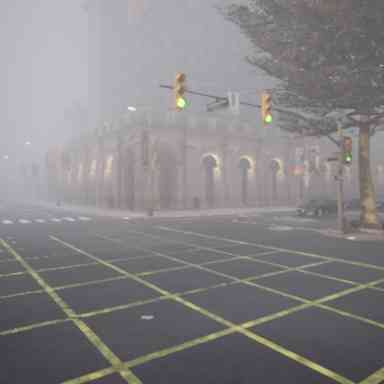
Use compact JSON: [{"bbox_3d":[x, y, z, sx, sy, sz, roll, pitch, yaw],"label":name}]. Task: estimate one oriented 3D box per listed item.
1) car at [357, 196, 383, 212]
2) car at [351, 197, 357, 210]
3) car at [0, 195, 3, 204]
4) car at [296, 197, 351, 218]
[{"bbox_3d":[18.677,1.178,32.820,4.674,1.442,1.812,-1,1,-35],"label":"car"},{"bbox_3d":[17.352,1.227,35.756,4.718,1.301,1.895,-1,1,-35],"label":"car"},{"bbox_3d":[-31.521,1.001,53.031,2.097,1.767,4.553,-1,1,-35],"label":"car"},{"bbox_3d":[10.513,1.234,27.084,4.892,1.490,1.837,-1,1,-35],"label":"car"}]
